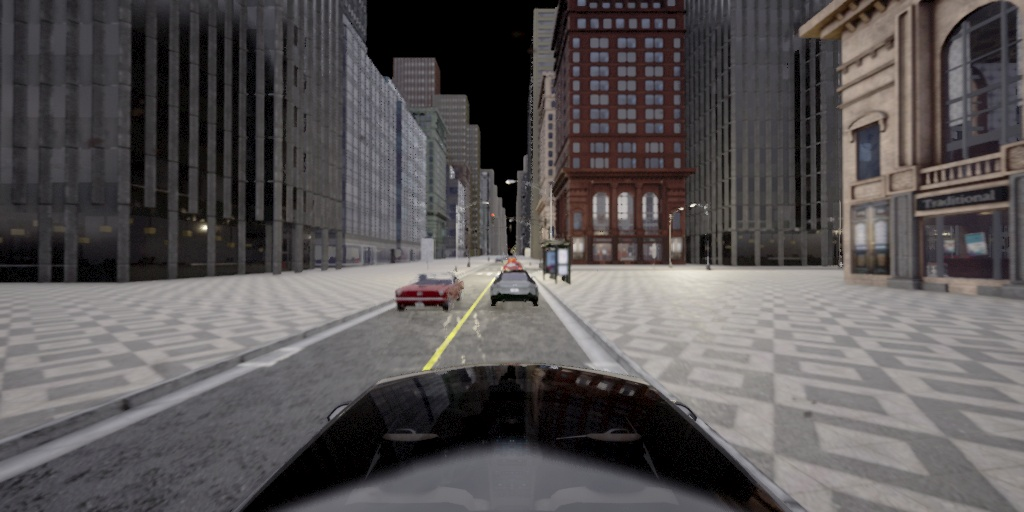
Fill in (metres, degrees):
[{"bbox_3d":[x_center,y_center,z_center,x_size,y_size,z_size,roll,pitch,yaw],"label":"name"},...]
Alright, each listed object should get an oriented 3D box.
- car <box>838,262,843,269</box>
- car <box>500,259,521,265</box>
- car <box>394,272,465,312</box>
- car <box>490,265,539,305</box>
[{"bbox_3d":[44.004,0.945,45.244,4.902,1.511,2.128,0,0,0],"label":"car"},{"bbox_3d":[0.114,1.187,31.215,1.812,1.442,4.674,0,0,1],"label":"car"},{"bbox_3d":[-3.099,1.321,14.246,1.895,1.301,4.718,0,0,0],"label":"car"},{"bbox_3d":[0.099,1.279,15.789,1.994,1.385,4.181,0,0,0],"label":"car"}]
